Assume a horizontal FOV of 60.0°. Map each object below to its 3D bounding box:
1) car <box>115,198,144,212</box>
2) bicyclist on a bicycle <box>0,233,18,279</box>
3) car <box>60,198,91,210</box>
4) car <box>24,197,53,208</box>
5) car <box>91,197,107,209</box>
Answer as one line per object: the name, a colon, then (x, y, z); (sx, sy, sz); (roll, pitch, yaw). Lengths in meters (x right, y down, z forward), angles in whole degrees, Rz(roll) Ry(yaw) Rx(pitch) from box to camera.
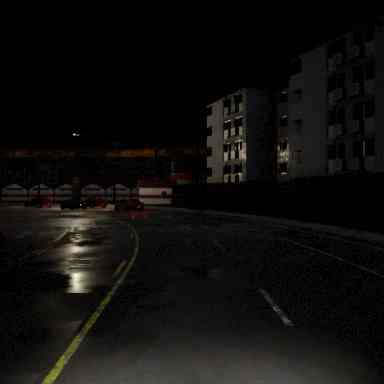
car: (-7.383, 1.478, 38.927); (1.882, 1.535, 5.008); (0, 0, -36)
bicyclist on a bicycle: (-5.341, 1.455, 8.566); (1.656, 1.620, 0.582); (-2, 0, -2)
car: (-15.142, 1.564, 42.387); (1.994, 1.385, 4.181); (0, 0, -45)
car: (-22.189, 1.477, 47.971); (5.008, 1.535, 1.882); (0, 0, 31)
car: (-13.746, 1.477, 45.979); (5.008, 1.535, 1.882); (0, 0, 42)
